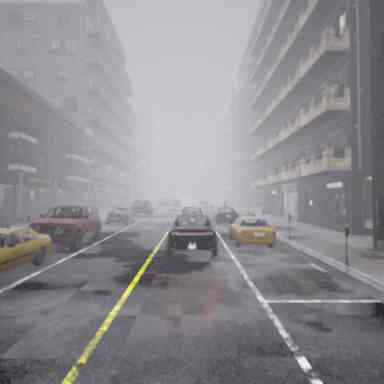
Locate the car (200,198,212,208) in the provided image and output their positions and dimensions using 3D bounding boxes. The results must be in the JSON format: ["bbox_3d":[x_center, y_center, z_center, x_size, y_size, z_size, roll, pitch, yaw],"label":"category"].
[{"bbox_3d":[2.722,2.143,55.482,1.752,1.417,4.829,1,-1,0],"label":"car"}]

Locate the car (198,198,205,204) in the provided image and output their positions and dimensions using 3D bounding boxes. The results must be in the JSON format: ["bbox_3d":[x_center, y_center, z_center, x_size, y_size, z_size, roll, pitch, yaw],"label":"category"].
[{"bbox_3d":[2.736,2.510,95.103,1.967,1.590,4.097,1,-1,0],"label":"car"}]

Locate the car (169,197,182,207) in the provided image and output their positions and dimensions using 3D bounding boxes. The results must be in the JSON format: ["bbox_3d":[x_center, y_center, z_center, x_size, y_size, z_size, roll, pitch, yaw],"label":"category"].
[{"bbox_3d":[-2.996,2.209,65.477,1.882,1.535,5.008,0,-1,0],"label":"car"}]

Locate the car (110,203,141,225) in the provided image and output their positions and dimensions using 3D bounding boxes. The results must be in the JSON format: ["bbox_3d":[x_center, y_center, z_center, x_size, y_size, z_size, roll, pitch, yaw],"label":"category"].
[{"bbox_3d":[-5.667,1.849,26.833,2.008,1.369,4.403,1,-1,0],"label":"car"}]

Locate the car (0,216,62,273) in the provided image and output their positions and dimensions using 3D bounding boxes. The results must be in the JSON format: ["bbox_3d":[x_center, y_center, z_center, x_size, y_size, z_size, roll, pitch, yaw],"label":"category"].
[{"bbox_3d":[-5.672,1.633,9.611,1.752,1.417,4.829,1,-1,0],"label":"car"}]

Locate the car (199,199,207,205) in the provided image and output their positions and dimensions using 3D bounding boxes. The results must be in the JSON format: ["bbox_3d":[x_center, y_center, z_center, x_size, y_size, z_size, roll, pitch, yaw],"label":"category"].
[{"bbox_3d":[2.730,2.466,83.904,1.752,1.417,4.829,1,-1,0],"label":"car"}]

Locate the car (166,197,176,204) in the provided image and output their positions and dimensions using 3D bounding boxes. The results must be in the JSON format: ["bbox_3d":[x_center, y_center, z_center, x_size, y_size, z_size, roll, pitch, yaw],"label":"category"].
[{"bbox_3d":[-5.644,2.319,89.362,2.192,1.841,5.009,1,-1,0],"label":"car"}]

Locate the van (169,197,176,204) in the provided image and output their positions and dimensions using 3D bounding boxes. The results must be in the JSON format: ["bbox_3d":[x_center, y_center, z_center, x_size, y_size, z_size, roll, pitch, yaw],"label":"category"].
[{"bbox_3d":[-5.642,2.410,95.046,1.690,1.788,3.998,1,-1,0],"label":"van"}]

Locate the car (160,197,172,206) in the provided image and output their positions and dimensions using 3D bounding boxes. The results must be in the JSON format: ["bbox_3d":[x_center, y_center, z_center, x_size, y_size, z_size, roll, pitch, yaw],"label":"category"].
[{"bbox_3d":[-5.649,2.124,72.310,2.192,1.841,5.009,1,-1,0],"label":"car"}]

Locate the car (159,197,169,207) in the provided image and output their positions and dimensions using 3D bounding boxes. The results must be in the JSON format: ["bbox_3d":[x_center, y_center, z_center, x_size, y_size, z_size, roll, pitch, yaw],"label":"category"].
[{"bbox_3d":[-5.656,2.310,66.623,1.947,1.339,4.313,1,-1,0],"label":"car"}]

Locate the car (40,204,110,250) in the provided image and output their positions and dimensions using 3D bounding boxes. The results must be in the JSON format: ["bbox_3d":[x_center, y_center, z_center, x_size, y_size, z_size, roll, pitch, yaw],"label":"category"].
[{"bbox_3d":[-5.666,1.487,15.467,2.192,1.841,5.009,1,-1,0],"label":"car"}]

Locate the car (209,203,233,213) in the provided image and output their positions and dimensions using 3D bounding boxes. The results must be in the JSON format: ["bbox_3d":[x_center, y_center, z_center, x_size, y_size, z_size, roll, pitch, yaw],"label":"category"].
[{"bbox_3d":[2.713,1.865,26.891,1.947,1.339,4.313,1,-1,0],"label":"car"}]

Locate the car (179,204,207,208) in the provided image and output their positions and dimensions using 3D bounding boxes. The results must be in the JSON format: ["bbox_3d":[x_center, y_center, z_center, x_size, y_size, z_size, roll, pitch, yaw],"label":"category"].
[{"bbox_3d":[0.027,1.915,28.273,1.895,1.301,4.718,0,-1,0],"label":"car"}]

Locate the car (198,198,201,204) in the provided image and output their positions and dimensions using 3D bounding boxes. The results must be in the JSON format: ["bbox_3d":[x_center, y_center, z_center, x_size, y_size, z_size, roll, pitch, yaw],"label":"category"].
[{"bbox_3d":[2.728,2.440,78.049,1.947,1.339,4.313,1,-1,0],"label":"car"}]

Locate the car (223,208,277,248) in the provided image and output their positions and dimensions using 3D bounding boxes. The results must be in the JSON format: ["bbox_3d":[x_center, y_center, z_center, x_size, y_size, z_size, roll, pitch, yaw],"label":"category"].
[{"bbox_3d":[2.710,1.700,15.693,1.752,1.417,4.829,1,-1,0],"label":"car"}]

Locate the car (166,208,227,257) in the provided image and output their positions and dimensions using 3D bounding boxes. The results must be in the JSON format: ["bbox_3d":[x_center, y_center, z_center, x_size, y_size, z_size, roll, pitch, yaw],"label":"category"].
[{"bbox_3d":[0.026,1.643,13.513,2.128,1.511,4.902,0,0,0],"label":"car"}]

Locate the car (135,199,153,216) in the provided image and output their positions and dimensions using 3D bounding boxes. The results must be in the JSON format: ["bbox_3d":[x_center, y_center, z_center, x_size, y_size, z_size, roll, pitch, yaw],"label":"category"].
[{"bbox_3d":[-5.659,1.740,38.205,2.192,1.841,5.009,1,-1,0],"label":"car"}]
